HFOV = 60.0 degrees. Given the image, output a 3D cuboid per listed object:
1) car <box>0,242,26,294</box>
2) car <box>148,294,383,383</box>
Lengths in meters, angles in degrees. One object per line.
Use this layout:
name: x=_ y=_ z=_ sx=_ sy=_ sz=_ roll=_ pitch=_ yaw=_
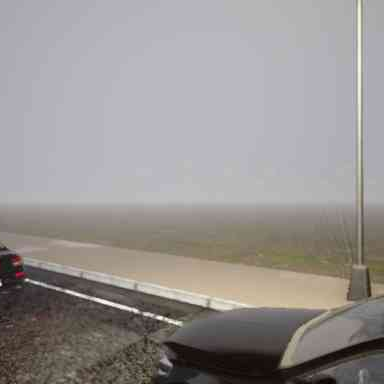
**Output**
car: x=-5.580 y=1.555 z=7.541 sx=4.674 sy=1.442 sz=1.812 roll=0 pitch=0 yaw=35
car: x=1.776 y=1.525 z=2.416 sx=4.674 sy=1.442 sz=1.812 roll=0 pitch=0 yaw=36
